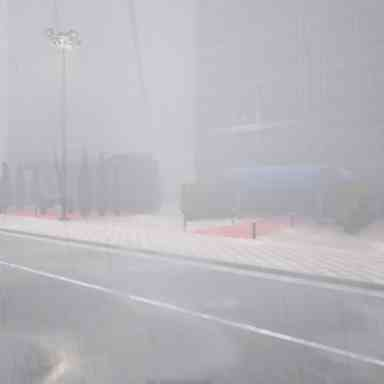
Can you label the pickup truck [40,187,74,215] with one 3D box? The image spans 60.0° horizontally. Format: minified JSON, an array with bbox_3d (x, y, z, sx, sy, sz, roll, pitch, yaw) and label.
[{"bbox_3d":[-11.322,0.670,27.664,2.390,2.098,6.274,0,1,-25],"label":"pickup truck"}]
